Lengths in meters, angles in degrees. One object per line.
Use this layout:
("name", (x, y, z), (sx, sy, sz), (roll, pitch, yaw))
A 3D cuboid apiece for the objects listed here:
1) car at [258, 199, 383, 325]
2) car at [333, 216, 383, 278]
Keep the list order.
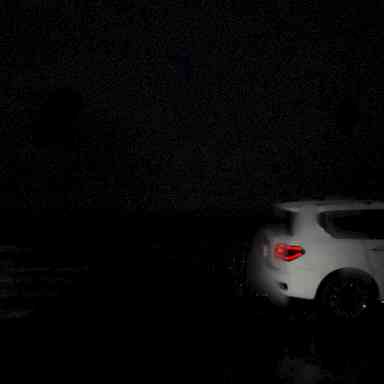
("car", (4.130, 1.172, 6.503), (5.566, 2.045, 2.150), (-1, 0, 1))
("car", (7.090, 1.456, 9.397), (5.357, 1.411, 2.033), (-1, 0, 1))
